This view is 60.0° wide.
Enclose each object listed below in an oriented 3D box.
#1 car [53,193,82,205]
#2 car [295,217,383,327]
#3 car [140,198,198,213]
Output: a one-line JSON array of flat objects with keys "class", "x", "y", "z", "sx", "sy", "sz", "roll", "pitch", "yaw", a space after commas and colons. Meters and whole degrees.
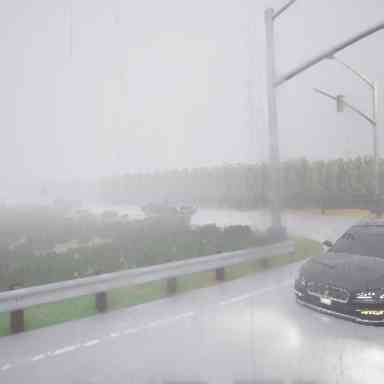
[{"class": "car", "x": -14.873, "y": 0.969, "z": 39.541, "sx": 2.097, "sy": 1.767, "sz": 4.553, "roll": -4, "pitch": 2, "yaw": -41}, {"class": "car", "x": 4.124, "y": 1.370, "z": 6.917, "sx": 4.892, "sy": 1.490, "sz": 1.837, "roll": -5, "pitch": 3, "yaw": -37}, {"class": "car", "x": -1.742, "y": 1.136, "z": 24.110, "sx": 1.895, "sy": 1.301, "sz": 4.718, "roll": -4, "pitch": 2, "yaw": -41}]
